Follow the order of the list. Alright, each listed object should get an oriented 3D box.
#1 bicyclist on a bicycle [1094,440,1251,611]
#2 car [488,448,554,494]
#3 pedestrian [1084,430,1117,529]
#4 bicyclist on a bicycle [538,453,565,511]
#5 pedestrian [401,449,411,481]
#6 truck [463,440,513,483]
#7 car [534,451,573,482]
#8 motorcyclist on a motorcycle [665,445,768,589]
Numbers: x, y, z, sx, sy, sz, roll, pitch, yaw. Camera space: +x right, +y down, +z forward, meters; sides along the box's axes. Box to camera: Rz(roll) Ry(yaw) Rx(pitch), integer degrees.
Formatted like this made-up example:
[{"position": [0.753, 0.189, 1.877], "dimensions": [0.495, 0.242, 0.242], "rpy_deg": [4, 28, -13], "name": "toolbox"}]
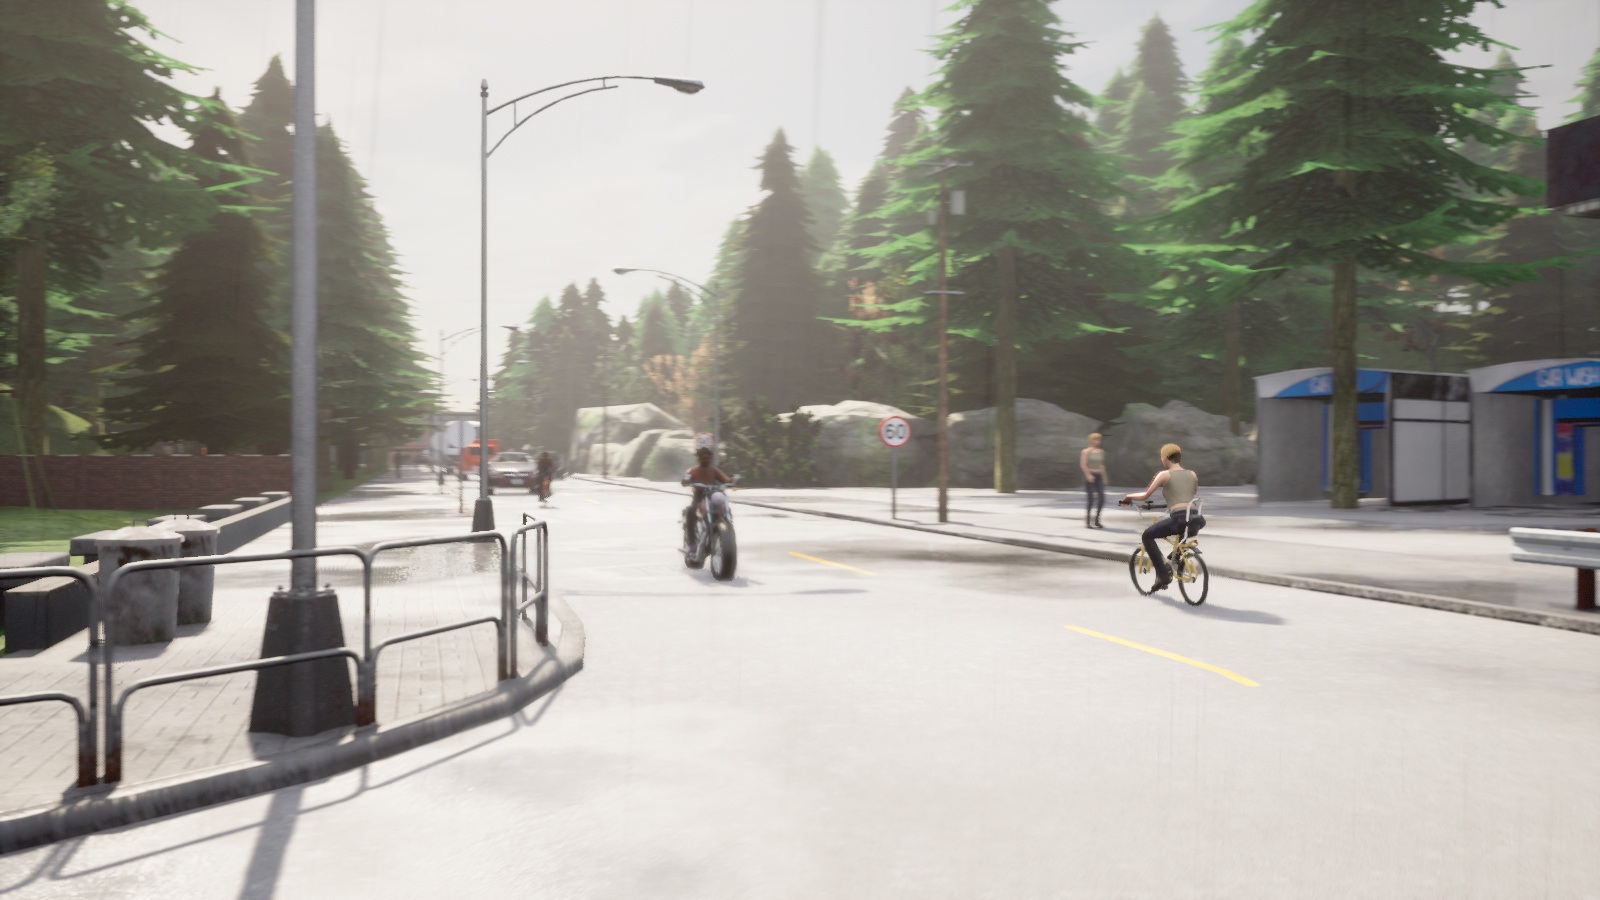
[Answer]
[{"position": [3.762, 0.725, 12.811], "dimensions": [0.866, 1.612, 1.509], "rpy_deg": [-1, 0, -13], "name": "bicyclist on a bicycle"}, {"position": [-10.874, 0.786, 48.617], "dimensions": [2.152, 1.651, 5.027], "rpy_deg": [0, 0, -17], "name": "car"}, {"position": [5.647, 0.540, 23.614], "dimensions": [0.345, 1.836, 0.594], "rpy_deg": [0, 0, -15], "name": "pedestrian"}, {"position": [-7.127, 0.888, 35.984], "dimensions": [0.582, 1.620, 1.656], "rpy_deg": [0, 0, -17], "name": "bicyclist on a bicycle"}, {"position": [-23.626, 0.887, 75.249], "dimensions": [0.396, 1.930, 0.692], "rpy_deg": [0, 0, 1], "name": "pedestrian"}, {"position": [-18.694, 0.668, 75.093], "dimensions": [2.627, 2.467, 5.204], "rpy_deg": [0, 0, -16], "name": "truck"}, {"position": [-15.320, 0.974, 77.796], "dimensions": [1.932, 1.855, 4.605], "rpy_deg": [0, 0, -16], "name": "car"}, {"position": [-1.076, 0.770, 15.579], "dimensions": [0.766, 1.649, 2.350], "rpy_deg": [0, 0, -17], "name": "motorcyclist on a motorcycle"}]
